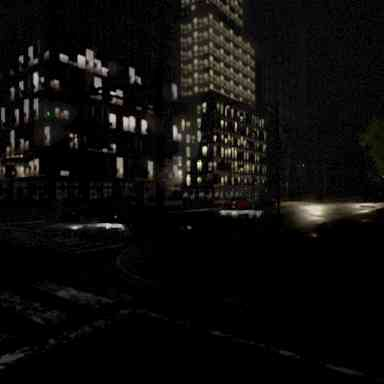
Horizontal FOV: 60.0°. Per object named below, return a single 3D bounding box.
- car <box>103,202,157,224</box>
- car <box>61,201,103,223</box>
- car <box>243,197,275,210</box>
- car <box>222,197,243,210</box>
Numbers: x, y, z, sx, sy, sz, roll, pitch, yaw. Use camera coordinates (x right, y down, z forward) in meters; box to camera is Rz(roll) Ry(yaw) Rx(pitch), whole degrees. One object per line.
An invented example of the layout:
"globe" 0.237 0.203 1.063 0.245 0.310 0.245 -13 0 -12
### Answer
"car" -4.215 1.571 25.158 1.994 1.385 4.181 -1 -1 37
"car" -7.682 1.523 25.963 1.882 1.535 5.008 -1 0 37
"car" 8.977 1.525 42.598 2.128 1.511 4.902 -1 -1 37
"car" 5.792 1.424 43.782 2.097 1.767 4.553 -1 -1 37
